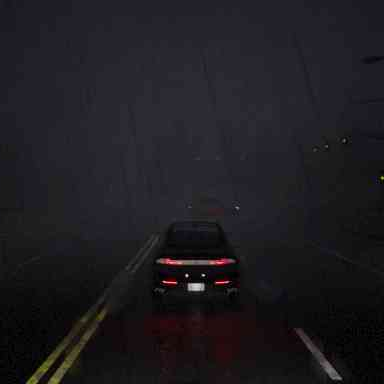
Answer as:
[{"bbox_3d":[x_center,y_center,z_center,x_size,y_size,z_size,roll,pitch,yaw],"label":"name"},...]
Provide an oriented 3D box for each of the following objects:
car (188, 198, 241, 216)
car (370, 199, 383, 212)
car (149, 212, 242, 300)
[{"bbox_3d":[1.877,1.320,28.744,4.553,1.767,2.097,0,0,0],"label":"car"},{"bbox_3d":[22.331,1.166,35.993,5.566,2.045,2.150,0,0,0],"label":"car"},{"bbox_3d":[0.071,1.492,8.393,2.128,1.511,4.902,0,0,0],"label":"car"}]
